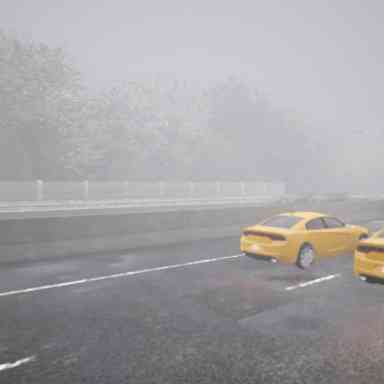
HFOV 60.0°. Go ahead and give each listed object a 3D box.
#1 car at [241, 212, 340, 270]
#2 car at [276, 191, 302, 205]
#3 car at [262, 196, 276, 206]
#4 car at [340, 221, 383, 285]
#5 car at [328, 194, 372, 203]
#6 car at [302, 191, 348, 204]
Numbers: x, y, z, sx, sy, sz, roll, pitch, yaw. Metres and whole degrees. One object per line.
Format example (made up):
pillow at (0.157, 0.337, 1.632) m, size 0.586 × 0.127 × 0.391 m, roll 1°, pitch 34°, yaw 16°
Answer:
car at (3.821, 1.390, 10.829) m, size 5.008 × 1.535 × 1.882 m, roll -1°, pitch 0°, yaw -35°
car at (12.824, 0.912, 38.675) m, size 5.566 × 2.045 × 2.150 m, roll -1°, pitch 0°, yaw -35°
car at (10.932, 1.200, 41.619) m, size 4.892 × 1.490 × 1.837 m, roll 0°, pitch 0°, yaw -35°
car at (5.934, 1.382, 8.040) m, size 5.008 × 1.535 × 1.882 m, roll -1°, pitch 0°, yaw -35°
car at (16.005, 1.234, 32.361) m, size 5.357 × 1.411 × 2.033 m, roll -1°, pitch 0°, yaw -35°
car at (14.753, 0.908, 35.755) m, size 5.566 × 2.045 × 2.150 m, roll 0°, pitch 0°, yaw -35°
